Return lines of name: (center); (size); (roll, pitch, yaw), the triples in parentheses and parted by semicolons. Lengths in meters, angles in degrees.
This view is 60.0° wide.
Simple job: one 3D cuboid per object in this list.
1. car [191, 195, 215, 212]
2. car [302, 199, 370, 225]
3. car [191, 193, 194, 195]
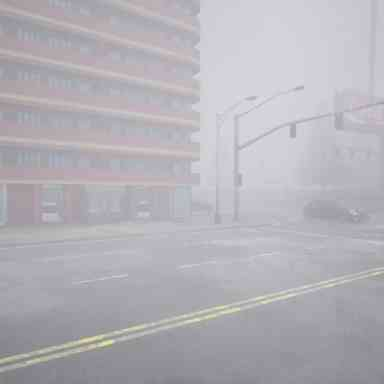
car: (0.645, 1.477, 39.069); (1.882, 1.535, 5.008); (0, 0, -34)
car: (10.490, 1.351, 24.437); (2.097, 1.767, 4.553); (0, 0, -34)
car: (-1.456, 1.221, 61.344); (2.150, 2.045, 5.566); (0, 0, -34)
